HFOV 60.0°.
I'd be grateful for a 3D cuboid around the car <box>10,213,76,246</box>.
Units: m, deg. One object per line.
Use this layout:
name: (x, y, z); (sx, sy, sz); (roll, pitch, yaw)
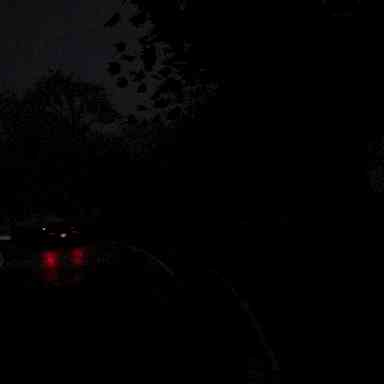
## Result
car: (-7.489, 1.791, 16.712); (4.674, 1.442, 1.812); (-1, -1, 44)
